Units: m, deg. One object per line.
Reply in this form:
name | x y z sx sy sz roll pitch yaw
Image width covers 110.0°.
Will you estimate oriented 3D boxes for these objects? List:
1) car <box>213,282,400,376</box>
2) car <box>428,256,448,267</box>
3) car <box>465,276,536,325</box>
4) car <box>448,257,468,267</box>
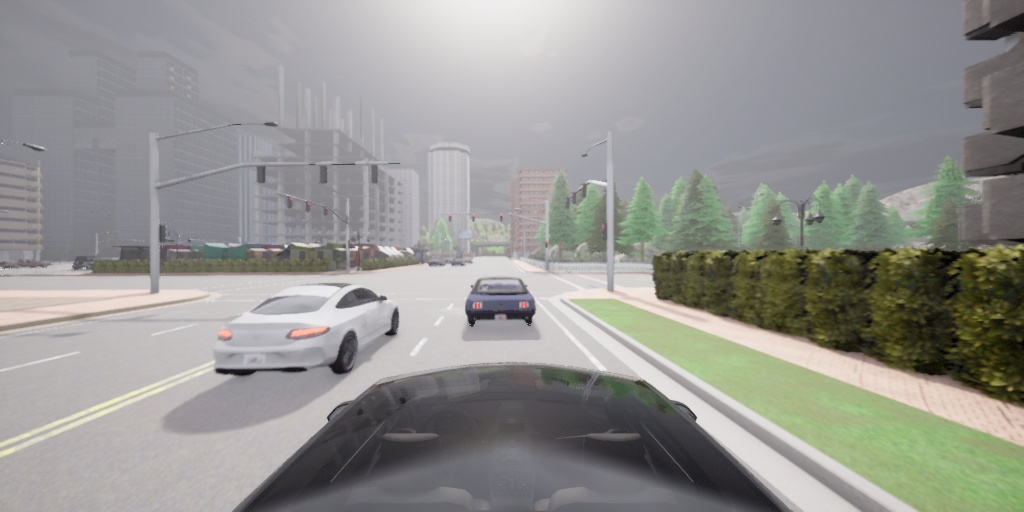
car | -3.697 1.260 7.313 1.812 1.442 4.674 0 0 -3
car | -12.311 0.837 58.662 2.097 1.767 4.553 0 0 -1
car | -0.401 1.298 11.540 1.895 1.301 4.718 0 0 -3
car | -8.806 1.072 58.585 1.895 1.301 4.718 0 0 -1
